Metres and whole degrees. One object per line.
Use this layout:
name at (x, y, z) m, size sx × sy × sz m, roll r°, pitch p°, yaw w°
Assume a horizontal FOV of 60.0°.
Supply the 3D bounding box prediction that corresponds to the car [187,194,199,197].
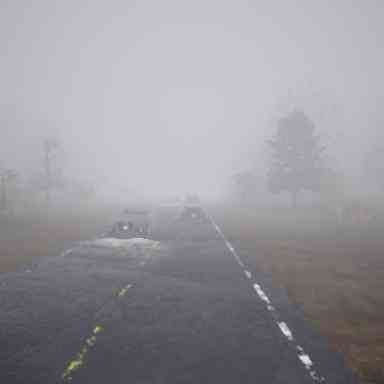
car at (0.109, 1.081, 42.385) m, size 2.097 × 1.767 × 4.553 m, roll 0°, pitch 0°, yaw 0°

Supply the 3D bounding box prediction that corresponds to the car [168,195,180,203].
car at (-3.034, 1.232, 57.647) m, size 1.895 × 1.301 × 4.718 m, roll 0°, pitch 0°, yaw 1°

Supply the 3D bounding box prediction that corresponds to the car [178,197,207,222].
car at (0.100, 1.364, 24.549) m, size 1.812 × 1.442 × 4.674 m, roll 0°, pitch 1°, yaw 0°

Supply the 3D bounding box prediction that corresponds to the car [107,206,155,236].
car at (-3.097, 1.451, 17.486) m, size 1.994 × 1.385 × 4.181 m, roll 0°, pitch 0°, yaw 0°
